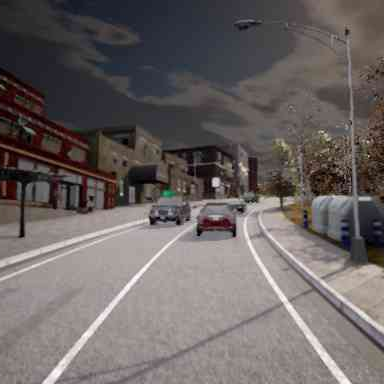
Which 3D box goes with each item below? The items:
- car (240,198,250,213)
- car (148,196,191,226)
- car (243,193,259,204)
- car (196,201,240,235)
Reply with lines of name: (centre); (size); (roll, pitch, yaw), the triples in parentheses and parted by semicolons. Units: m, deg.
car: (4.959, 1.626, 36.625); (1.895, 1.301, 4.718); (-2, 0, 15)
car: (-1.476, 1.310, 24.309); (2.150, 2.045, 5.566); (-1, 0, 9)
car: (11.228, 1.279, 63.993); (2.150, 2.045, 5.566); (-3, -1, 25)
car: (1.480, 1.379, 18.958); (2.097, 1.767, 4.553); (-1, 0, 7)
